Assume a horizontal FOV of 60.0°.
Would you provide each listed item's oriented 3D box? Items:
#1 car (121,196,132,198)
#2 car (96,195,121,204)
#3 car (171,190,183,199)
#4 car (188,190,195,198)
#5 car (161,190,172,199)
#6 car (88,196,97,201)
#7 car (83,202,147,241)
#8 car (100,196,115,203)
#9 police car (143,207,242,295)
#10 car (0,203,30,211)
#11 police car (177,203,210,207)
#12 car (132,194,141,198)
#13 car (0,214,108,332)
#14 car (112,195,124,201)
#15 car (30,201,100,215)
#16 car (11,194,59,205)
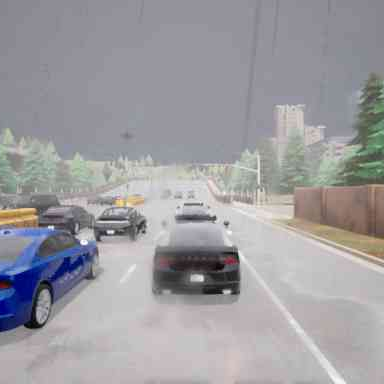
[{"bbox_3d":[-14.044,1.485,66.313,2.128,1.511,4.902,0,0,0],"label":"car"},{"bbox_3d":[-14.105,1.542,56.689,2.033,1.411,5.357,0,0,0],"label":"car"},{"bbox_3d":[-3.645,0.895,88.111,2.097,1.767,4.553,0,3,0],"label":"car"},{"bbox_3d":[-0.164,0.922,91.320,1.895,1.301,4.718,0,4,0],"label":"car"},{"bbox_3d":[-7.147,1.063,88.534,1.994,1.385,4.181,0,4,0],"label":"car"},{"bbox_3d":[-17.584,1.499,60.641,1.837,1.490,4.892,0,0,0],"label":"car"},{"bbox_3d":[-3.417,1.490,16.528,2.128,1.511,4.902,0,0,1],"label":"car"},{"bbox_3d":[-17.537,1.545,69.263,1.994,1.385,4.181,0,0,0],"label":"car"},{"bbox_3d":[0.096,1.424,8.868,1.930,1.638,5.238,0,0,0],"label":"police car"},{"bbox_3d":[-6.905,1.351,9.566,2.097,1.767,4.553,0,0,0],"label":"car"},{"bbox_3d":[0.090,1.423,18.771,1.930,1.638,5.238,0,0,0],"label":"police car"},{"bbox_3d":[-14.126,1.217,85.000,2.128,1.511,4.902,0,2,0],"label":"car"},{"bbox_3d":[-3.404,1.477,6.954,1.882,1.535,5.008,0,0,0],"label":"car"},{"bbox_3d":[-17.593,1.494,79.322,1.895,1.301,4.718,0,1,0],"label":"car"},{"bbox_3d":[-6.909,1.503,18.730,1.837,1.490,4.892,0,0,0],"label":"car"},{"bbox_3d":[-13.620,1.221,28.075,2.150,2.045,5.566,-1,-1,19],"label":"car"}]
